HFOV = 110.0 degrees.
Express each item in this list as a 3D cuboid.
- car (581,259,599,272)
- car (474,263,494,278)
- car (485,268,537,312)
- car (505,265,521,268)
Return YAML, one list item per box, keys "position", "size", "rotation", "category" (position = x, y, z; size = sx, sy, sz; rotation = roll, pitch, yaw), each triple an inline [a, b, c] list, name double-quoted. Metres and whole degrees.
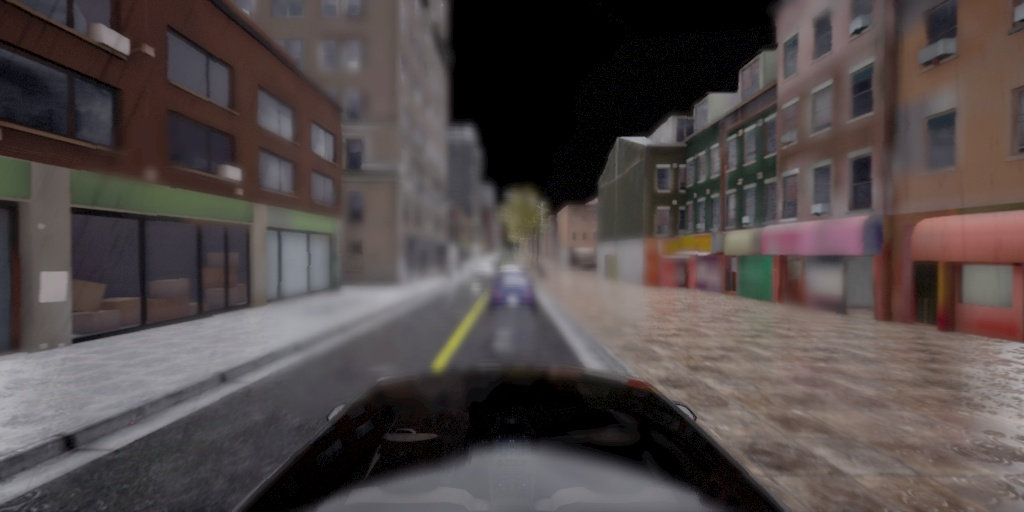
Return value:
- position: [12.703, 1.376, 52.741]
  size: [5.009, 1.841, 2.192]
  rotation: [0, 0, 0]
  category: "car"
- position: [-2.799, 1.497, 37.245]
  size: [1.812, 1.442, 4.674]
  rotation: [0, 0, 1]
  category: "car"
- position: [0.049, 1.397, 14.917]
  size: [1.812, 1.442, 4.674]
  rotation: [0, 0, 0]
  category: "car"
- position: [0.052, 1.496, 29.914]
  size: [1.812, 1.442, 4.674]
  rotation: [0, 0, 1]
  category: "car"
